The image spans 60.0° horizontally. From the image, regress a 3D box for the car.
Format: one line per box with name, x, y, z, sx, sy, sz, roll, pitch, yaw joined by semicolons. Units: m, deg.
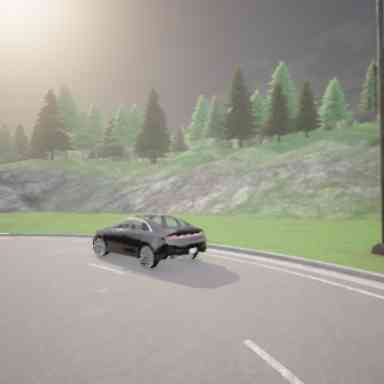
car;-1.632;1.533;11.392;2.128;1.511;4.902;-1;0;-43
